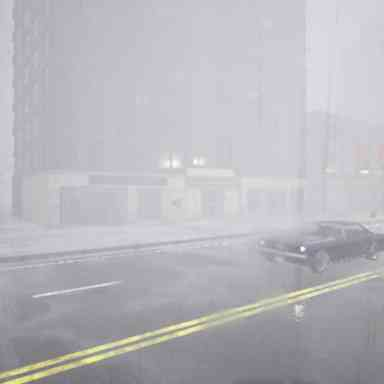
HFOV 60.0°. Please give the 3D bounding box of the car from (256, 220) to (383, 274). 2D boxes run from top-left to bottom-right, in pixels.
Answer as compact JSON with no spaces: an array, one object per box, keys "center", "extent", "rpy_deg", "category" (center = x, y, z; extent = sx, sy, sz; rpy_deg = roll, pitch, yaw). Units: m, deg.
[{"center":[4.296,1.604,10.717],"extent":[4.718,1.301,1.895],"rpy_deg":[0,0,-35],"category":"car"}]
